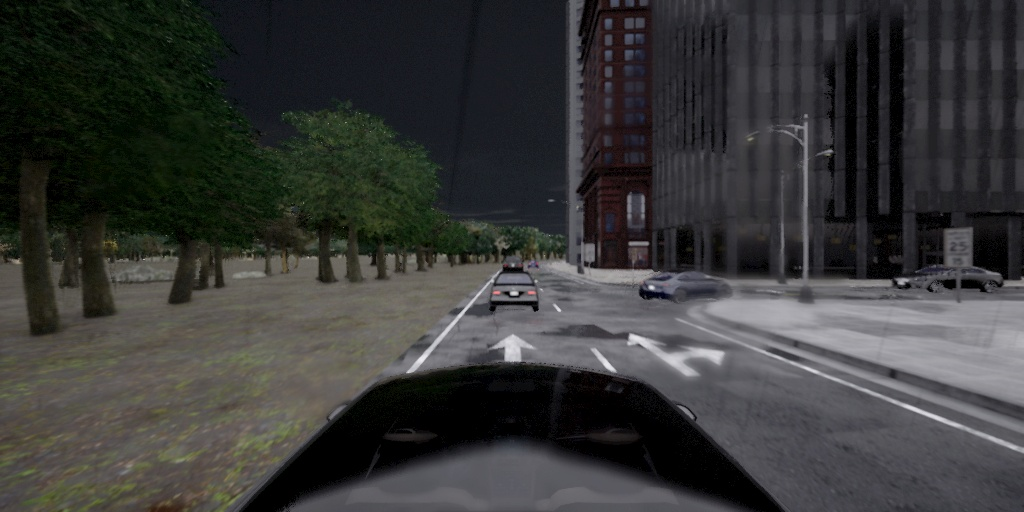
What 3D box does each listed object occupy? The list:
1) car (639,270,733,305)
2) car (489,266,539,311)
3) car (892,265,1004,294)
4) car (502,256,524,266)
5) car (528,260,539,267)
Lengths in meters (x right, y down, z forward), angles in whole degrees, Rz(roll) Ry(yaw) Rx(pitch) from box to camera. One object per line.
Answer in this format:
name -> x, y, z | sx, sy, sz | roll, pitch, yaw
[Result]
car -> 7.847, 1.313, 16.166 | 4.181, 1.385, 1.994 | 0, 0, -23
car -> 0.094, 1.313, 14.593 | 2.033, 1.411, 5.357 | 0, 0, 0
car -> 24.431, 1.281, 20.223 | 4.902, 1.511, 2.128 | 0, 0, 0
car -> 0.103, 1.031, 37.865 | 2.150, 2.045, 5.566 | 0, 0, 0
car -> 3.711, 1.476, 62.654 | 1.812, 1.442, 4.674 | 0, 0, 3
